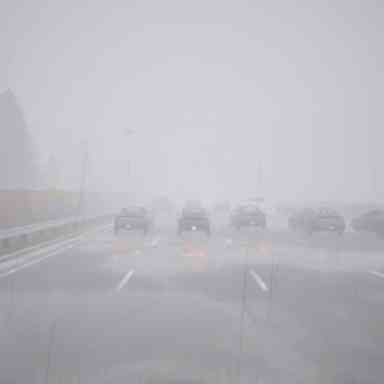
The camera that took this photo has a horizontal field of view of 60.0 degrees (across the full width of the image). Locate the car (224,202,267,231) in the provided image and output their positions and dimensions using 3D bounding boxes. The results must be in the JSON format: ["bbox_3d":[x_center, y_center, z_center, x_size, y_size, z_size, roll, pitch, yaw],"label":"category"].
[{"bbox_3d":[3.603,1.650,22.013,2.128,1.511,4.902,0,0,0],"label":"car"}]

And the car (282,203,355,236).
[{"bbox_3d":[7.103,1.631,19.336,2.128,1.511,4.902,0,0,0],"label":"car"}]

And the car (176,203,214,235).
[{"bbox_3d":[0.103,1.648,19.880,1.837,1.490,4.892,0,0,0],"label":"car"}]

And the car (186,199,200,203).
[{"bbox_3d":[0.105,1.626,38.610,2.097,1.767,4.553,0,0,0],"label":"car"}]

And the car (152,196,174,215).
[{"bbox_3d":[-3.395,1.497,38.474,2.150,2.045,5.566,0,0,0],"label":"car"}]

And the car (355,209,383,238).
[{"bbox_3d":[10.594,1.656,18.293,1.812,1.442,4.674,0,0,0],"label":"car"}]

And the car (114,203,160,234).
[{"bbox_3d":[-3.397,1.636,20.123,2.128,1.511,4.902,0,0,0],"label":"car"}]

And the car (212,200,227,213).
[{"bbox_3d":[3.606,1.771,41.253,1.882,1.535,5.008,0,0,0],"label":"car"}]

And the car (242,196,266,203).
[{"bbox_3d":[7.105,1.497,38.507,2.150,2.045,5.566,0,0,0],"label":"car"}]

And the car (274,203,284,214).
[{"bbox_3d":[10.606,1.865,37.084,1.895,1.301,4.718,0,0,0],"label":"car"}]
